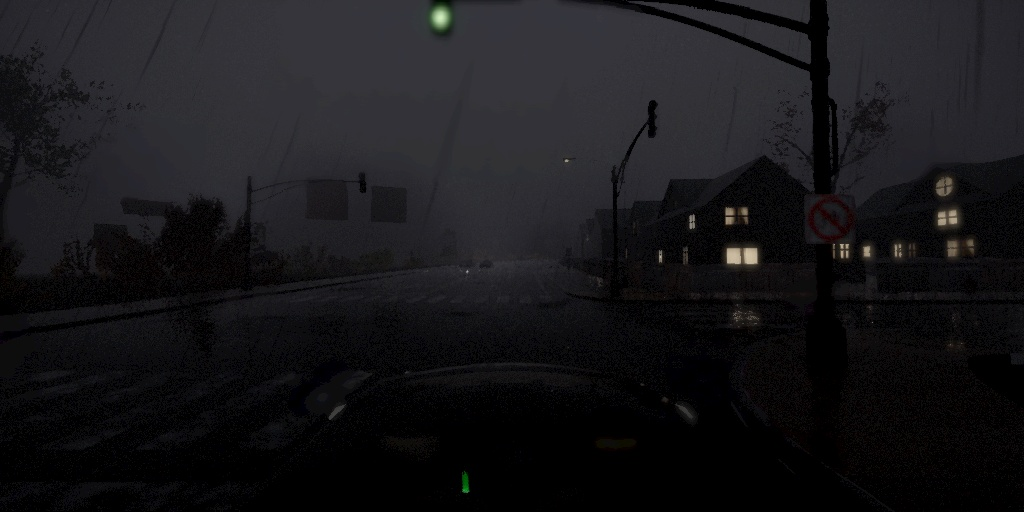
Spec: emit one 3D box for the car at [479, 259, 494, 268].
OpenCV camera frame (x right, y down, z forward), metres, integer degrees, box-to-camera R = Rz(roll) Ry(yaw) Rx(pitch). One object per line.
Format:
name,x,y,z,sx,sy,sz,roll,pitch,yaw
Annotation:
car,-4.165,1.328,59.159,1.837,1.490,4.892,0,0,5

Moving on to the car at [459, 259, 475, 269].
car,-7.404,1.297,59.423,2.128,1.511,4.902,0,0,5
